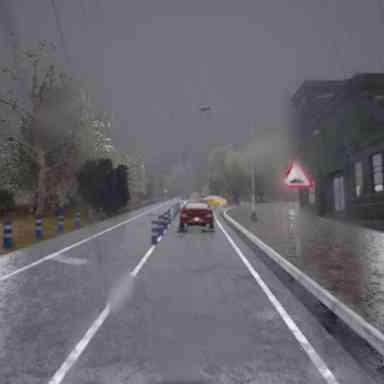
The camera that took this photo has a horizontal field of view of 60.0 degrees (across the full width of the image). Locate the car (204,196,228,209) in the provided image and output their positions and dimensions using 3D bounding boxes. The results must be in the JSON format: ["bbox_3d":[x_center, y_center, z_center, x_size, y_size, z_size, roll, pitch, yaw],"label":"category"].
[{"bbox_3d":[2.580,1.161,37.862,1.882,1.535,5.008,-4,-1,25],"label":"car"}]

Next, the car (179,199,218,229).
[{"bbox_3d":[0.256,1.323,19.758,1.882,1.535,5.008,0,-1,0],"label":"car"}]
